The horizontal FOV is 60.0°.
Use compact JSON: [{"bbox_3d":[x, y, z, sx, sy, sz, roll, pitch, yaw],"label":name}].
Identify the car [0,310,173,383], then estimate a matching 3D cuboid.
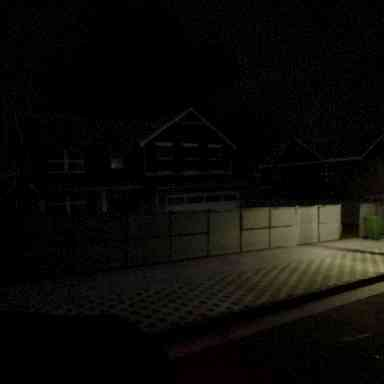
[{"bbox_3d":[-2.304,1.487,1.323,4.902,1.511,2.128,0,0,-35],"label":"car"}]
